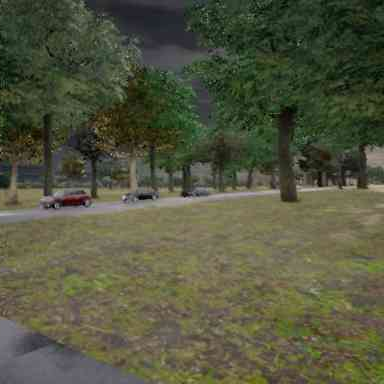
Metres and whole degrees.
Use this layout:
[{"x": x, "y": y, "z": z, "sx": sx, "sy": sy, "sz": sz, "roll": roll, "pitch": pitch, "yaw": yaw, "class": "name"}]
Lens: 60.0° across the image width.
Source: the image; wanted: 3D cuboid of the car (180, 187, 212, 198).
[{"x": 0.599, "y": 0.015, "z": 45.582, "sx": 2.033, "sy": 1.411, "sz": 5.357, "roll": -1, "pitch": 2, "yaw": 37, "class": "car"}]

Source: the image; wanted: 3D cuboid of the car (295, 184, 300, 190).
[{"x": 19.053, "y": -0.866, "z": 63.482, "sx": 1.895, "sy": 1.301, "sz": 4.718, "roll": -1, "pitch": 2, "yaw": 37, "class": "car"}]

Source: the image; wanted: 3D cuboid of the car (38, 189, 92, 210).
[{"x": -11.420, "y": 0.588, "z": 30.004, "sx": 2.097, "sy": 1.767, "sz": 4.553, "roll": -1, "pitch": 2, "yaw": 38, "class": "car"}]

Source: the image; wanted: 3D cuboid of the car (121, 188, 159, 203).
[{"x": -5.789, "y": 0.363, "z": 37.305, "sx": 2.128, "sy": 1.511, "sz": 4.902, "roll": -1, "pitch": 2, "yaw": 38, "class": "car"}]
